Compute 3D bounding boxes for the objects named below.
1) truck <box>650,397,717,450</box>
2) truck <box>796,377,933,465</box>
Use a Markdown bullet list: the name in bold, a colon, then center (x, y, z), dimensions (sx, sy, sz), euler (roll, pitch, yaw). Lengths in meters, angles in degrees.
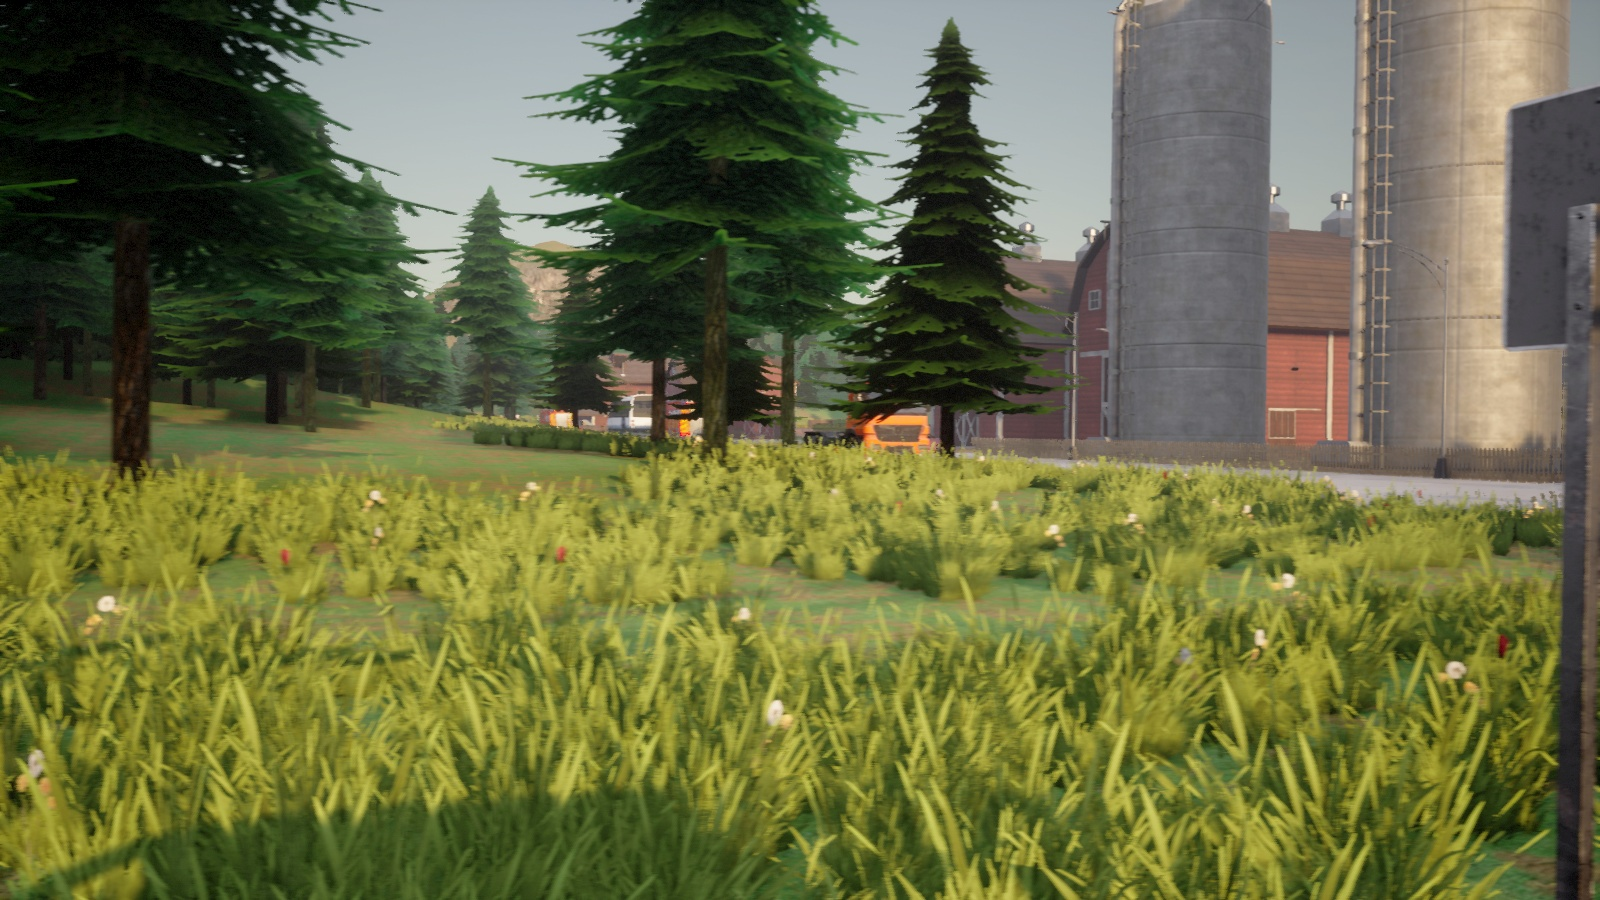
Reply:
- **truck**: center (-8.910, -1.953, 94.849), dimensions (2.891, 3.827, 8.468), euler (-1, 1, -20)
- **truck**: center (2.584, -1.223, 53.552), dimensions (2.891, 3.462, 7.936), euler (-1, 1, -20)
